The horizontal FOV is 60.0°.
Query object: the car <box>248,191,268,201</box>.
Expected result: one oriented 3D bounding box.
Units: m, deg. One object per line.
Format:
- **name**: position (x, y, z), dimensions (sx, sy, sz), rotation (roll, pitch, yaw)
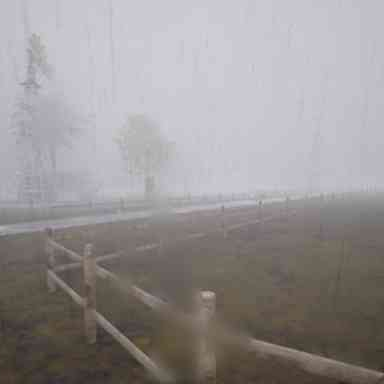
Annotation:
- **car**: position (10.444, 0.542, 52.476), dimensions (2.128, 1.511, 4.902), rotation (-2, 0, 35)
